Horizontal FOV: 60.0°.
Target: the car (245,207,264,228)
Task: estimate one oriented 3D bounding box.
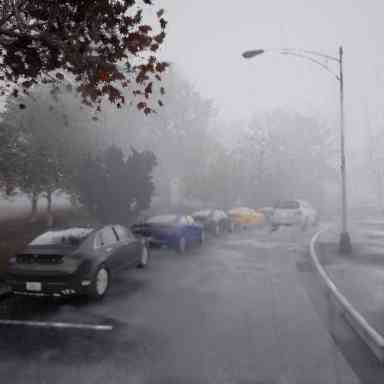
[{"bbox_3d":[7.099,2.008,29.217,2.231,1.521,4.892,-3,-3,40],"label":"car"}]

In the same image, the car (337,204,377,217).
[{"bbox_3d":[20.162,2.230,40.676,5.008,1.535,2.097,0,-3,-33],"label":"car"}]

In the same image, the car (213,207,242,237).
[{"bbox_3d":[1.090,1.728,19.633,2.231,1.521,4.892,-1,-2,23],"label":"car"}]

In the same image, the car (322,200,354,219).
[{"bbox_3d":[15.269,1.919,37.216,5.566,2.045,2.435,1,-3,-39],"label":"car"}]

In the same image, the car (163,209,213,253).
[{"bbox_3d":[-0.829,1.607,14.289,2.097,1.535,5.008,-1,-2,17],"label":"car"}]

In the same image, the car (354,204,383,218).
[{"bbox_3d":[19.902,2.040,36.011,4.892,1.490,1.837,1,-3,-36],"label":"car"}]

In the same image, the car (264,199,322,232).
[{"bbox_3d":[7.004,1.505,22.571,2.150,2.045,5.566,-2,-2,30],"label":"car"}]

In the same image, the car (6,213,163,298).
[{"bbox_3d":[-2.568,1.522,8.693,2.231,1.521,4.892,0,0,11],"label":"car"}]
